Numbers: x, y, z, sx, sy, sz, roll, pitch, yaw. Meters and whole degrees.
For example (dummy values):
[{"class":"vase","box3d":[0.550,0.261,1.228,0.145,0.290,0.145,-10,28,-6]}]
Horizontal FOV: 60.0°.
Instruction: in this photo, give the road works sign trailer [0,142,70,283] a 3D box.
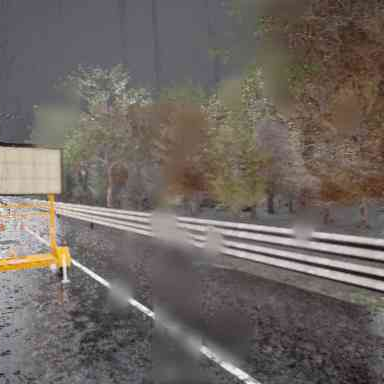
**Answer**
[{"class":"road works sign trailer","box3d":[-4.775,0.494,8.969,2.380,3.560,2.880,-1,0,-32]}]
